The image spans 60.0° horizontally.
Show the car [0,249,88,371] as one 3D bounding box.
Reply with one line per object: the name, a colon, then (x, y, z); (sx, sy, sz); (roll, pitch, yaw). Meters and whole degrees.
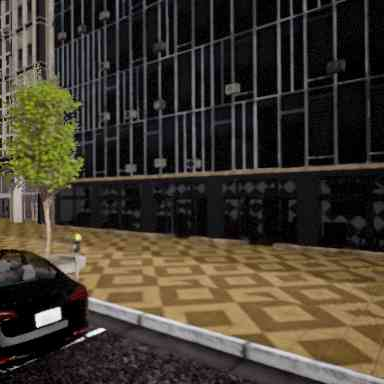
car: (-3.479, 1.613, 5.367); (4.313, 1.339, 1.947); (-1, 0, 36)
